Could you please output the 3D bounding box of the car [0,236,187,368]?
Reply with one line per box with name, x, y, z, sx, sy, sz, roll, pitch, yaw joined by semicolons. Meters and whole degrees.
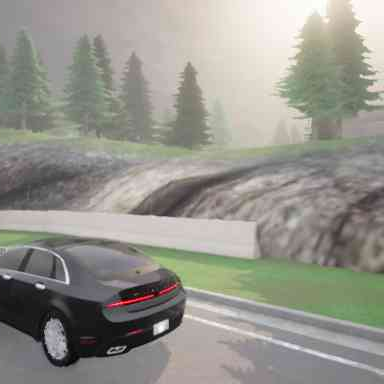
car;-2.342;1.552;5.887;4.892;1.490;1.837;0;-1;37
